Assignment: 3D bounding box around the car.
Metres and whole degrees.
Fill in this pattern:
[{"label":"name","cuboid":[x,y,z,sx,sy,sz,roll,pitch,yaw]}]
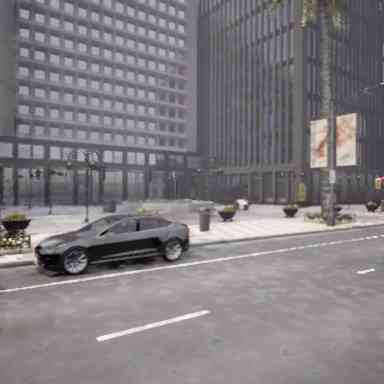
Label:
[{"label":"car","cuboid":[-2.280,1.457,10.399,4.786,1.482,2.161,0,0,-35]}]
